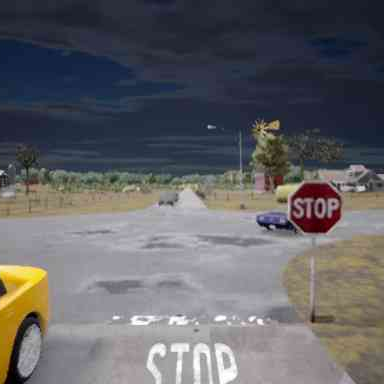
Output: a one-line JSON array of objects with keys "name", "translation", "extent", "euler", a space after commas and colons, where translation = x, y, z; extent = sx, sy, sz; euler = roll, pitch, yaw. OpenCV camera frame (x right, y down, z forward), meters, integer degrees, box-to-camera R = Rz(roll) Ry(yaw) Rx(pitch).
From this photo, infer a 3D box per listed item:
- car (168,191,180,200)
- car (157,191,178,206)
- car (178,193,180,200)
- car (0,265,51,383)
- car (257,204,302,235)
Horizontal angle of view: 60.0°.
[{"name": "car", "translation": [-3.231, 0.642, 61.071], "extent": [1.837, 1.490, 4.892], "euler": [0, 1, 0]}, {"name": "car", "translation": [-3.100, 0.910, 40.961], "extent": [1.837, 1.490, 4.892], "euler": [0, 1, -1]}, {"name": "car", "translation": [-3.192, 0.837, 50.686], "extent": [1.994, 1.385, 4.181], "euler": [0, 1, 0]}, {"name": "car", "translation": [-2.801, 1.439, 2.419], "extent": [1.882, 1.535, 5.008], "euler": [0, 1, 0]}, {"name": "car", "translation": [5.504, 1.253, 16.829], "extent": [4.718, 1.301, 1.895], "euler": [-3, 2, -38]}]
